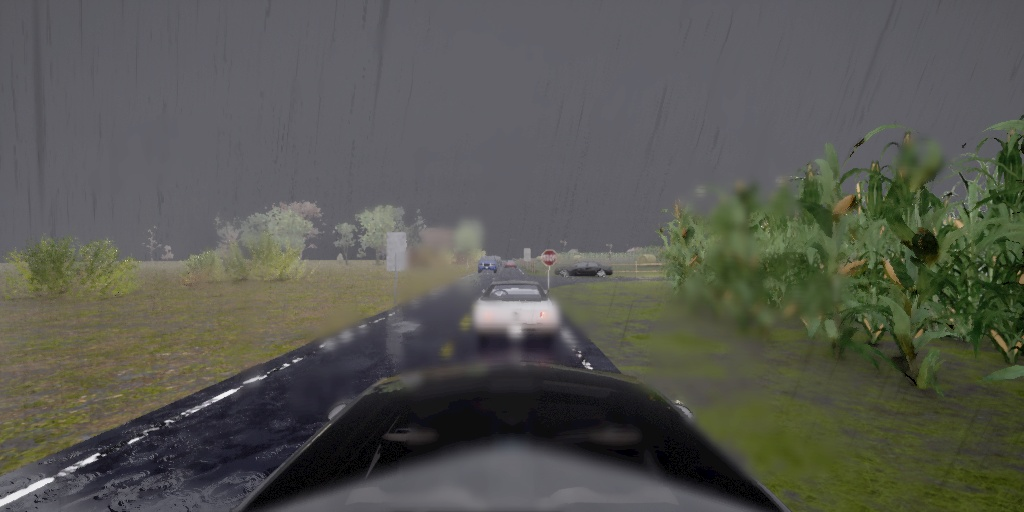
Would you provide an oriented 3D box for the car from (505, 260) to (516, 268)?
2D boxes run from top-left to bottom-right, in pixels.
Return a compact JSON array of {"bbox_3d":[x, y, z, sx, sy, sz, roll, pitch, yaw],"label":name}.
[{"bbox_3d":[-0.261,1.377,65.030,1.994,1.385,4.181,0,0,-1],"label":"car"}]

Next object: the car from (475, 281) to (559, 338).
[{"bbox_3d":[0.102,1.353,10.145,1.895,1.301,4.718,0,0,0],"label":"car"}]

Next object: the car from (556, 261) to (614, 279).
[{"bbox_3d":[6.419,1.200,31.825,5.008,1.535,1.882,0,0,11],"label":"car"}]

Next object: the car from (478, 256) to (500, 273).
[{"bbox_3d":[-2.965,1.000,44.270,2.150,2.045,5.566,0,0,-1],"label":"car"}]

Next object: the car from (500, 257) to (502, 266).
[{"bbox_3d":[-3.072,1.285,54.242,2.128,1.511,4.902,0,0,-1],"label":"car"}]

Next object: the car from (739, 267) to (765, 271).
[{"bbox_3d":[19.753,1.088,31.235,4.892,1.490,1.837,0,-1,-1],"label":"car"}]
